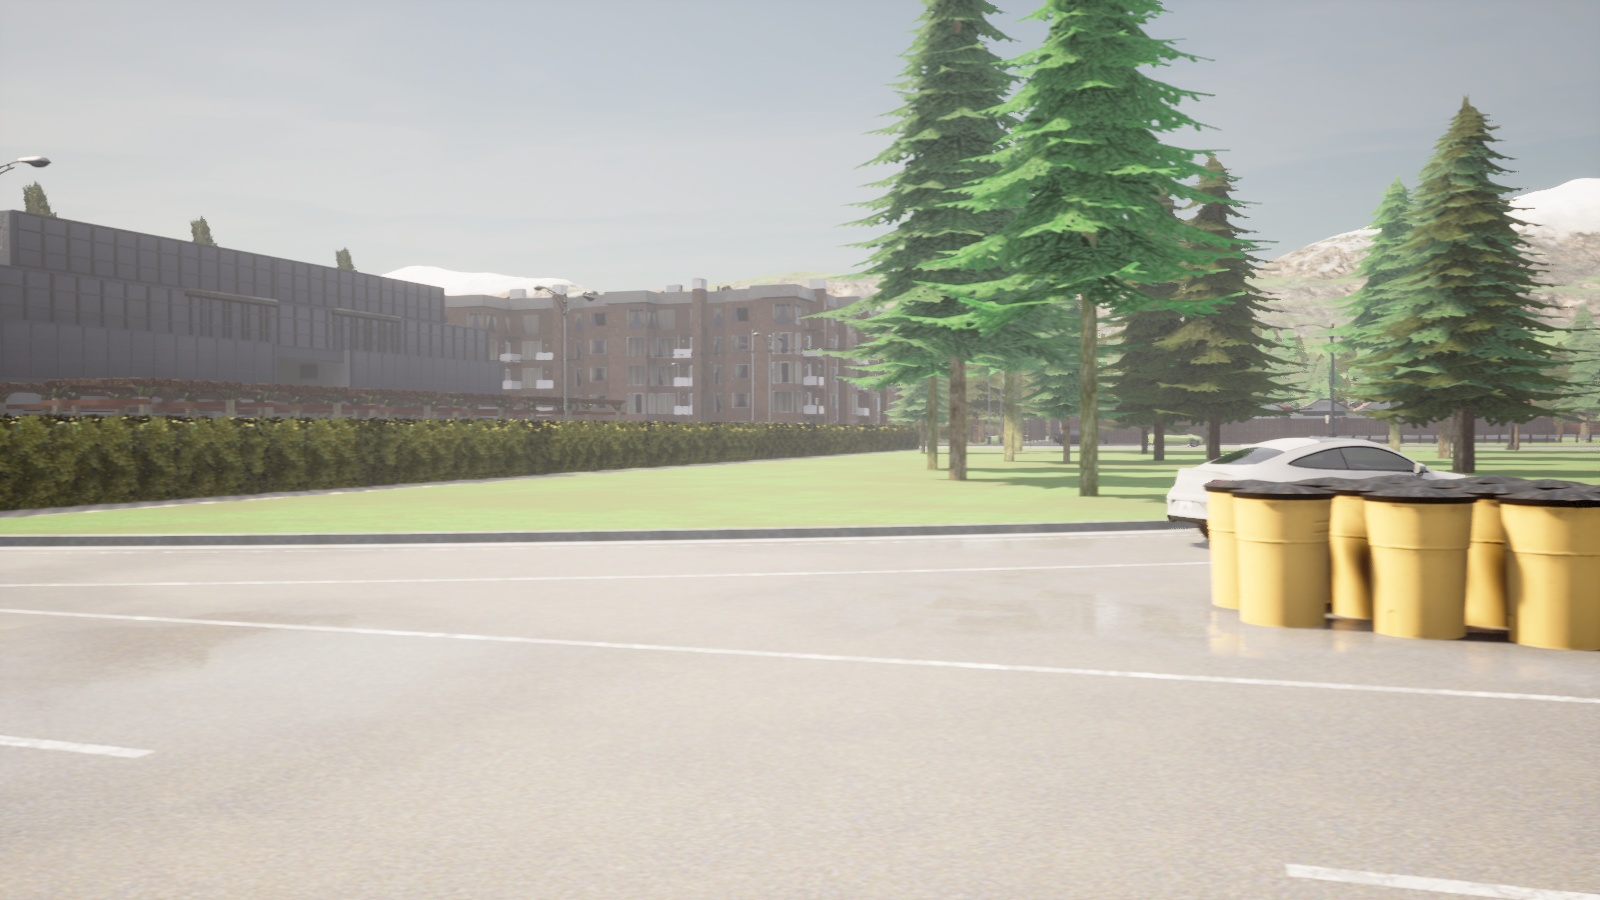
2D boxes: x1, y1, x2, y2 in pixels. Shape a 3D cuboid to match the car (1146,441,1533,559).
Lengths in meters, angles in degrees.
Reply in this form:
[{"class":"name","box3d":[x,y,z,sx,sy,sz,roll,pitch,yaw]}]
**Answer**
[{"class":"car","box3d":[7.255,0.607,16.998,4.674,1.442,1.812,0,1,-15]}]
